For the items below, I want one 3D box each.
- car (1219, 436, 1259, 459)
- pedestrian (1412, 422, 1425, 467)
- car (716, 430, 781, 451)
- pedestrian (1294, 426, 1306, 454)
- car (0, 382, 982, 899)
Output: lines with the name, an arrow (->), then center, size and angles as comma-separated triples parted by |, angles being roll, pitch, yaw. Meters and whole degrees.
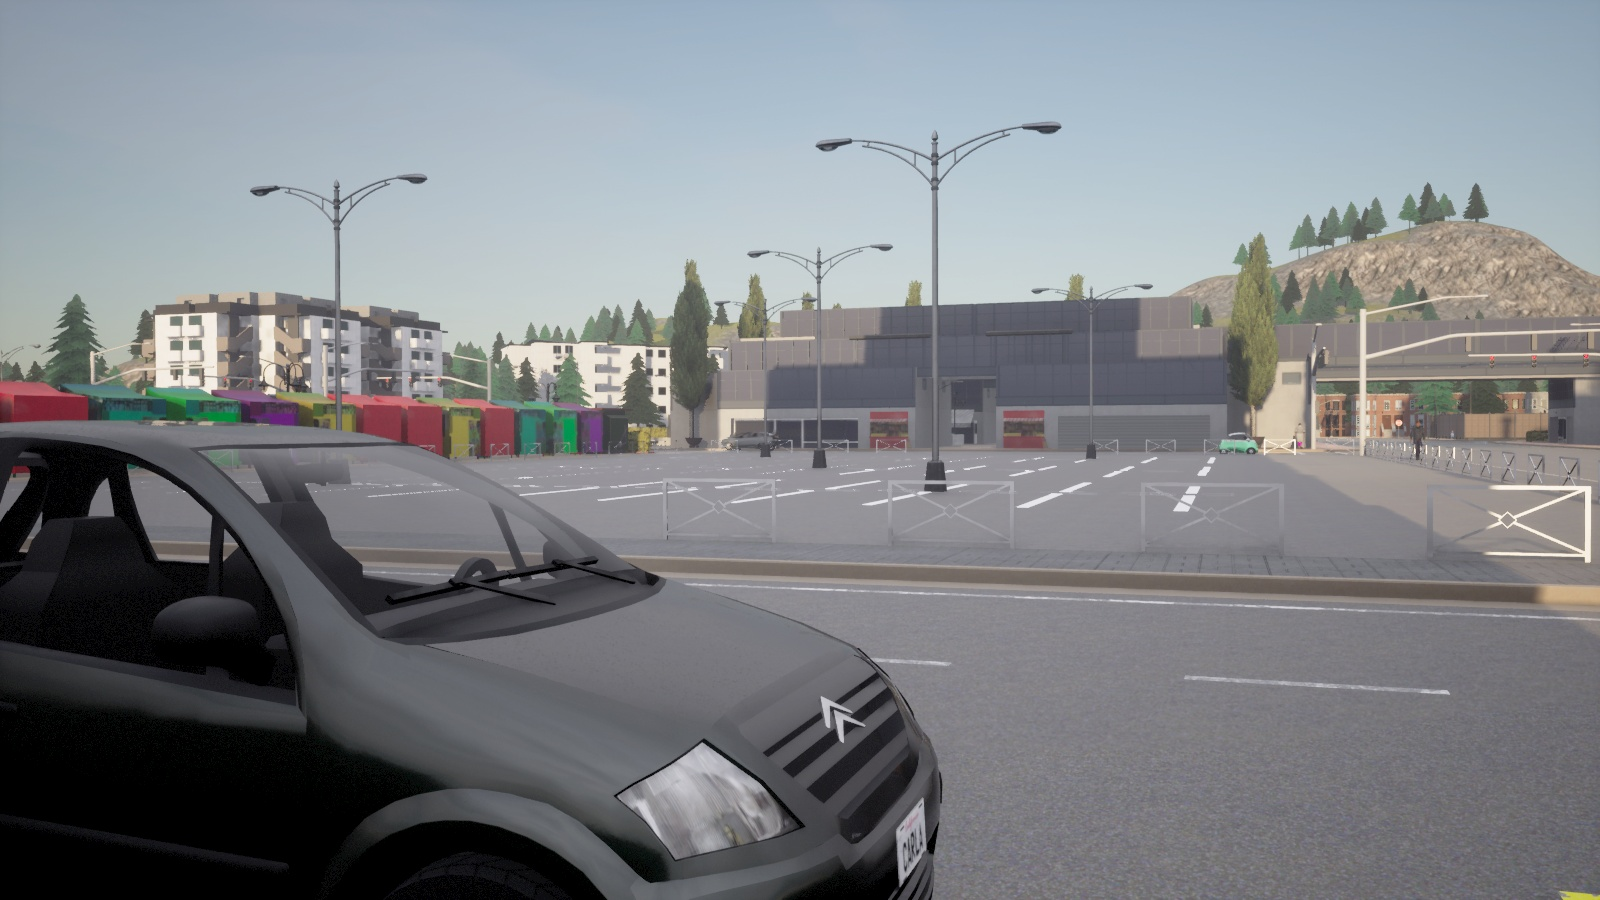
car -> 25.909, -0.153, 74.125 | 2.207, 1.376, 1.481 | 0, 1, 20
pedestrian -> 27.538, -0.251, 55.919 | 0.423, 1.949, 0.788 | 1, 1, 18
car -> -3.950, -0.729, 96.381 | 4.514, 1.525, 2.007 | 1, 1, 20
pedestrian -> 35.069, -0.738, 88.073 | 0.659, 1.952, 0.873 | 0, 1, 16
car -> -1.613, 0.659, 3.733 | 3.988, 1.617, 1.851 | 1, 1, 19
